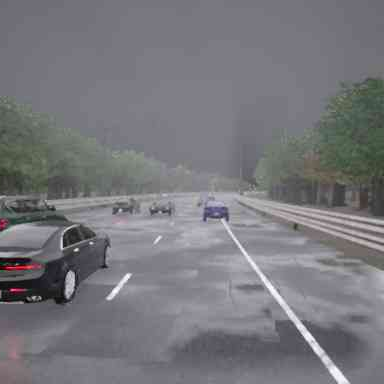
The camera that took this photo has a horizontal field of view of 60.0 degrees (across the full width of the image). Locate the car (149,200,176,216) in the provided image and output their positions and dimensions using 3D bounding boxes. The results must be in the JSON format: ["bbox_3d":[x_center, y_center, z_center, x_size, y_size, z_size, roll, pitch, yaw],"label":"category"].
[{"bbox_3d":[-2.586,1.415,30.496,1.895,1.301,4.718,0,0,3],"label":"car"}]

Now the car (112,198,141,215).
[{"bbox_3d":[-6.050,1.314,31.181,1.837,1.490,4.892,0,0,3],"label":"car"}]

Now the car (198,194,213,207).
[{"bbox_3d":[1.795,1.269,46.343,2.033,1.411,5.357,0,0,5],"label":"car"}]

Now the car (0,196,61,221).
[{"bbox_3d":[-6.731,1.142,12.714,2.150,2.045,5.566,0,0,1],"label":"car"}]

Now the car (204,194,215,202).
[{"bbox_3d":[3.441,1.148,64.667,1.812,1.442,4.674,0,0,6],"label":"car"}]

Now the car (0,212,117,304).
[{"bbox_3d":[-3.310,1.455,8.005,1.837,1.490,4.892,0,0,1],"label":"car"}]

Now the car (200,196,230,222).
[{"bbox_3d":[1.779,1.326,25.201,1.882,1.535,5.008,0,0,2],"label":"car"}]
